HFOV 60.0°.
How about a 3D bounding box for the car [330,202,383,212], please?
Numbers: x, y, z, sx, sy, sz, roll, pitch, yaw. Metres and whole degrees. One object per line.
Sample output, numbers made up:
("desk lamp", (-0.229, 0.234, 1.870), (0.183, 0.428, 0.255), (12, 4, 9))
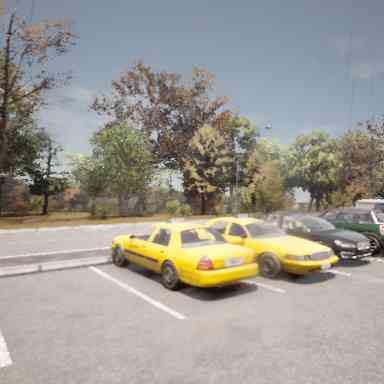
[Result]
("car", (6.226, 1.424, 13.853), (2.185, 1.767, 4.553), (1, 0, -36))

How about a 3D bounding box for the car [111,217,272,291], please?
("car", (-0.575, 1.491, 9.265), (1.946, 1.575, 5.366), (0, 0, -36))

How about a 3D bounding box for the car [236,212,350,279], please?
("car", (1.799, 1.504, 10.504), (1.946, 1.575, 5.366), (0, 0, -36))

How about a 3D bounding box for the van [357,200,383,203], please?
("van", (10.793, 1.383, 17.008), (1.878, 1.987, 4.442), (1, 0, -36))

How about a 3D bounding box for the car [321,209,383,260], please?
("car", (3.941, 1.526, 12.268), (2.231, 1.521, 4.892), (0, 0, -36))
